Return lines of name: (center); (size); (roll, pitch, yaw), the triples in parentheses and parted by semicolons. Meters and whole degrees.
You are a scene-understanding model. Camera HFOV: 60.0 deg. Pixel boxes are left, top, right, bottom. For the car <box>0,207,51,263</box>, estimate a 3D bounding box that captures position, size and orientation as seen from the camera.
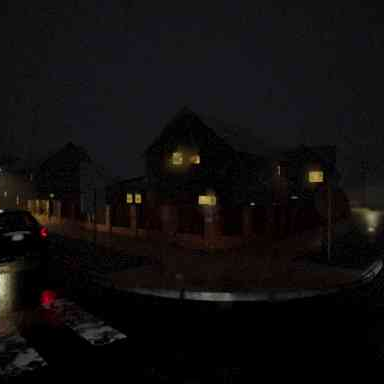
car: (-6.566, 1.341, 10.851); (4.553, 1.767, 2.097); (-1, 1, 41)
